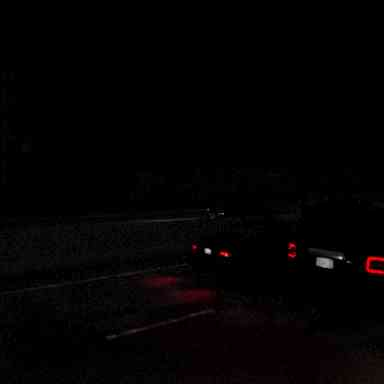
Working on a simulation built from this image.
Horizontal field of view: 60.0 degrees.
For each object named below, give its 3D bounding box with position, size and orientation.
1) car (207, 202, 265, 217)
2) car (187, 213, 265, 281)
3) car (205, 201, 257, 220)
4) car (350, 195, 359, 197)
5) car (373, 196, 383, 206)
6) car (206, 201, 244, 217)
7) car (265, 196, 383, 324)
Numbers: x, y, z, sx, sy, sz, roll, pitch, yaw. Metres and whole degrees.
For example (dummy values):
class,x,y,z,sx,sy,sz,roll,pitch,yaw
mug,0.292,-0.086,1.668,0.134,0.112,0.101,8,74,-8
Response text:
class,x,y,z,sx,sy,sz,roll,pitch,yaw
car,3.702,1.506,19.831,5.357,1.411,2.033,0,0,-39
car,2.426,1.525,9.800,5.357,1.411,2.033,0,0,-36
car,3.464,1.544,28.823,4.718,1.301,1.895,0,0,-43
car,27.894,1.317,56.970,1.882,1.535,5.008,0,0,25
car,29.321,1.393,51.657,2.033,1.411,5.357,0,0,27
car,3.160,1.444,23.972,4.902,1.511,2.128,0,0,-41
car,4.268,1.200,6.818,5.566,2.045,2.150,0,0,-36
